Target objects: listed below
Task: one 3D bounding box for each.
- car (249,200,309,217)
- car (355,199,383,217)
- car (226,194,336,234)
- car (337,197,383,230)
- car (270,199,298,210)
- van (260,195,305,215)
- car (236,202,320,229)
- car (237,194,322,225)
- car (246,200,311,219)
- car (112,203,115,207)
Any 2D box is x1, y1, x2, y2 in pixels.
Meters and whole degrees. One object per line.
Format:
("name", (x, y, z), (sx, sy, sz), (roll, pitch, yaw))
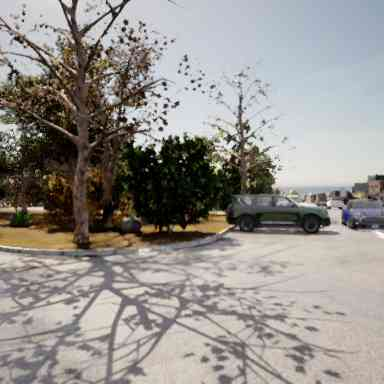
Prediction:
("car", (8.294, 1.534, 31.886), (5.366, 1.575, 1.946), (-1, -1, 16))
("car", (17.400, 1.483, 32.348), (1.882, 1.535, 5.008), (-1, -1, 16))
("car", (4.696, 1.148, 18.522), (5.566, 2.045, 2.435), (-1, 0, 16))
("car", (10.141, 1.221, 19.470), (2.097, 1.767, 4.553), (-1, 0, 16))
("car", (15.856, 2.145, 57.548), (4.553, 1.767, 2.185), (-1, -2, 16))
("van", (9.355, 1.357, 34.492), (4.442, 1.987, 1.878), (-1, -1, 16))
("car", (5.403, 1.413, 21.095), (4.892, 1.521, 2.231), (-1, 0, 16))
("car", (6.181, 1.177, 23.779), (5.566, 2.045, 2.435), (-1, 0, 16))
("car", (7.558, 1.494, 29.329), (5.366, 1.575, 1.946), (-1, -1, 16))
("car", (-11.582, 2.185, 53.767), (5.008, 1.535, 1.882), (0, 1, 16))
